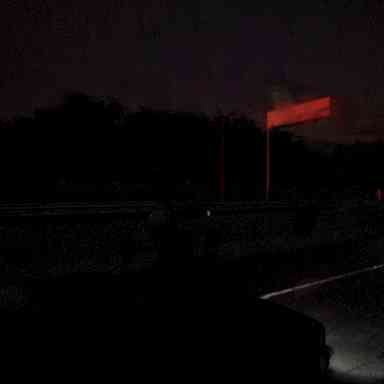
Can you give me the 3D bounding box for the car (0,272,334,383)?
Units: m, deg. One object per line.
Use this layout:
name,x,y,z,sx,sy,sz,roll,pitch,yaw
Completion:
car,-0.978,1.546,3.058,5.357,1.411,2.033,0,0,-35

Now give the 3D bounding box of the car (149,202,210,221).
car,-0.869,1.518,24.875,4.892,1.490,1.837,0,0,-36

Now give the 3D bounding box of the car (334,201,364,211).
car,15.773,1.623,32.447,4.902,1.511,2.128,1,0,-35

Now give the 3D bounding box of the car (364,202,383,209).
car,17.833,1.623,29.618,4.902,1.511,2.128,1,0,-35
